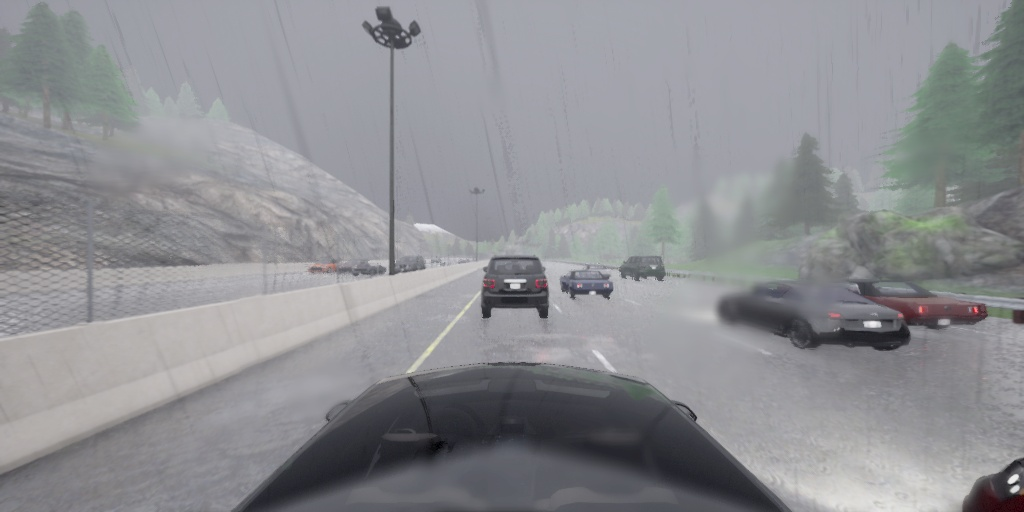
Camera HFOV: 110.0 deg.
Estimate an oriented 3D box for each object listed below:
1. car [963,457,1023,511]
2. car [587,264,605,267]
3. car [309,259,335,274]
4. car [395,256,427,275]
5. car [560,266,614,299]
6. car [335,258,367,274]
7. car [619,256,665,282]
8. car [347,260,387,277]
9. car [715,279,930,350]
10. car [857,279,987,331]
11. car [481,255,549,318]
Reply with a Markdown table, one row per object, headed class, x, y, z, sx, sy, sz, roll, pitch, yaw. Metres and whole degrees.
| class | x | y | z | sx | sy | sz | roll | pitch | yaw |
| --- | --- | --- | --- | --- | --- | --- | --- | --- | --- |
| car | 3.583 | 1.313 | 0.265 | 1.994 | 1.385 | 4.181 | 0 | 0 | 0 |
| car | 7.090 | 1.362 | 31.125 | 1.895 | 1.301 | 4.718 | 0 | 0 | 0 |
| car | -21.099 | 1.118 | 40.899 | 2.097 | 1.767 | 4.553 | 0 | 0 | 0 |
| car | -10.608 | 0.984 | 37.562 | 2.150 | 2.045 | 5.566 | 0 | 0 | 0 |
| car | 3.595 | 1.357 | 18.182 | 1.895 | 1.301 | 4.718 | 0 | 0 | 0 |
| car | -17.601 | 1.117 | 40.496 | 2.097 | 1.767 | 4.553 | 0 | 0 | 0 |
| car | 10.591 | 0.982 | 29.473 | 2.150 | 2.045 | 5.566 | 0 | 0 | 0 |
| car | -14.108 | 1.365 | 35.590 | 1.895 | 1.301 | 4.718 | 0 | 0 | 0 |
| car | 7.094 | 1.316 | 9.065 | 1.994 | 1.385 | 4.181 | 0 | 0 | 0 |
| car | 10.596 | 1.354 | 10.997 | 1.895 | 1.301 | 4.718 | 0 | 0 | 0 |
| car | 0.096 | 0.976 | 13.199 | 2.150 | 2.045 | 5.566 | 0 | 0 | 0 |
